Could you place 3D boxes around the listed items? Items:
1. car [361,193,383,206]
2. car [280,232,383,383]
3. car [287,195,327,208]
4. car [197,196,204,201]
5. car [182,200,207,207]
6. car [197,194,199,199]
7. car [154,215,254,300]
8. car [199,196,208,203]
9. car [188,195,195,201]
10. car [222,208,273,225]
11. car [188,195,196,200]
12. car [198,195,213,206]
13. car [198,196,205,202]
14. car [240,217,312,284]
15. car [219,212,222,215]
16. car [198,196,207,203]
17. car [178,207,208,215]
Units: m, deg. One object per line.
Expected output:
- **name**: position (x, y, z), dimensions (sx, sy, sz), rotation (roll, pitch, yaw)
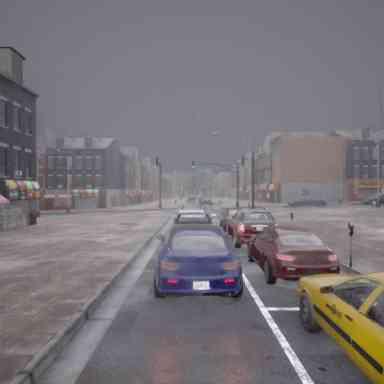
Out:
- **car**: position (23.294, 0.884, 40.762), dimensions (4.892, 1.490, 1.837), rotation (-1, 0, 0)
- **car**: position (2.628, 1.525, 3.963), dimensions (1.752, 1.417, 4.829), rotation (0, 0, 0)
- **car**: position (14.065, 1.144, 40.724), dimensions (4.674, 1.442, 1.812), rotation (-1, 0, 1)
- **car**: position (2.444, 1.856, 95.522), dimensions (1.752, 1.417, 4.829), rotation (-1, 0, 0)
- **car**: position (-0.040, 1.626, 27.372), dimensions (1.895, 1.301, 4.718), rotation (0, 0, 0)
- **car**: position (2.507, 1.466, 62.939), dimensions (2.192, 1.841, 5.009), rotation (-1, 0, 0)
- **car**: position (0.085, 1.527, 8.318), dimensions (1.812, 1.442, 4.674), rotation (0, 0, -2)
- **car**: position (2.486, 1.645, 73.743), dimensions (1.967, 1.590, 4.097), rotation (-1, 0, 0)
- **car**: position (-0.181, 1.672, 93.007), dimensions (1.812, 1.442, 4.674), rotation (0, 0, 0)
- **car**: position (2.606, 1.446, 14.727), dimensions (1.967, 1.590, 4.097), rotation (0, 0, 0)
- **car**: position (-0.160, 1.745, 82.587), dimensions (1.837, 1.490, 4.892), rotation (0, 0, 0)
- **car**: position (2.519, 1.567, 57.536), dimensions (1.967, 1.590, 4.097), rotation (-1, 0, 0)
- **car**: position (2.454, 1.823, 90.119), dimensions (1.752, 1.417, 4.829), rotation (-1, 0, 0)
- **car**: position (2.617, 1.584, 9.260), dimensions (1.802, 1.307, 4.206), rotation (0, 0, 0)
- **car**: position (2.596, 1.594, 20.193), dimensions (1.802, 1.307, 4.206), rotation (0, 0, 0)
- **car**: position (2.475, 1.674, 79.145), dimensions (1.967, 1.590, 4.097), rotation (-1, 0, 0)
- **car**: position (0.055, 1.608, 15.964), dimensions (1.895, 1.301, 4.718), rotation (0, 0, 0)
